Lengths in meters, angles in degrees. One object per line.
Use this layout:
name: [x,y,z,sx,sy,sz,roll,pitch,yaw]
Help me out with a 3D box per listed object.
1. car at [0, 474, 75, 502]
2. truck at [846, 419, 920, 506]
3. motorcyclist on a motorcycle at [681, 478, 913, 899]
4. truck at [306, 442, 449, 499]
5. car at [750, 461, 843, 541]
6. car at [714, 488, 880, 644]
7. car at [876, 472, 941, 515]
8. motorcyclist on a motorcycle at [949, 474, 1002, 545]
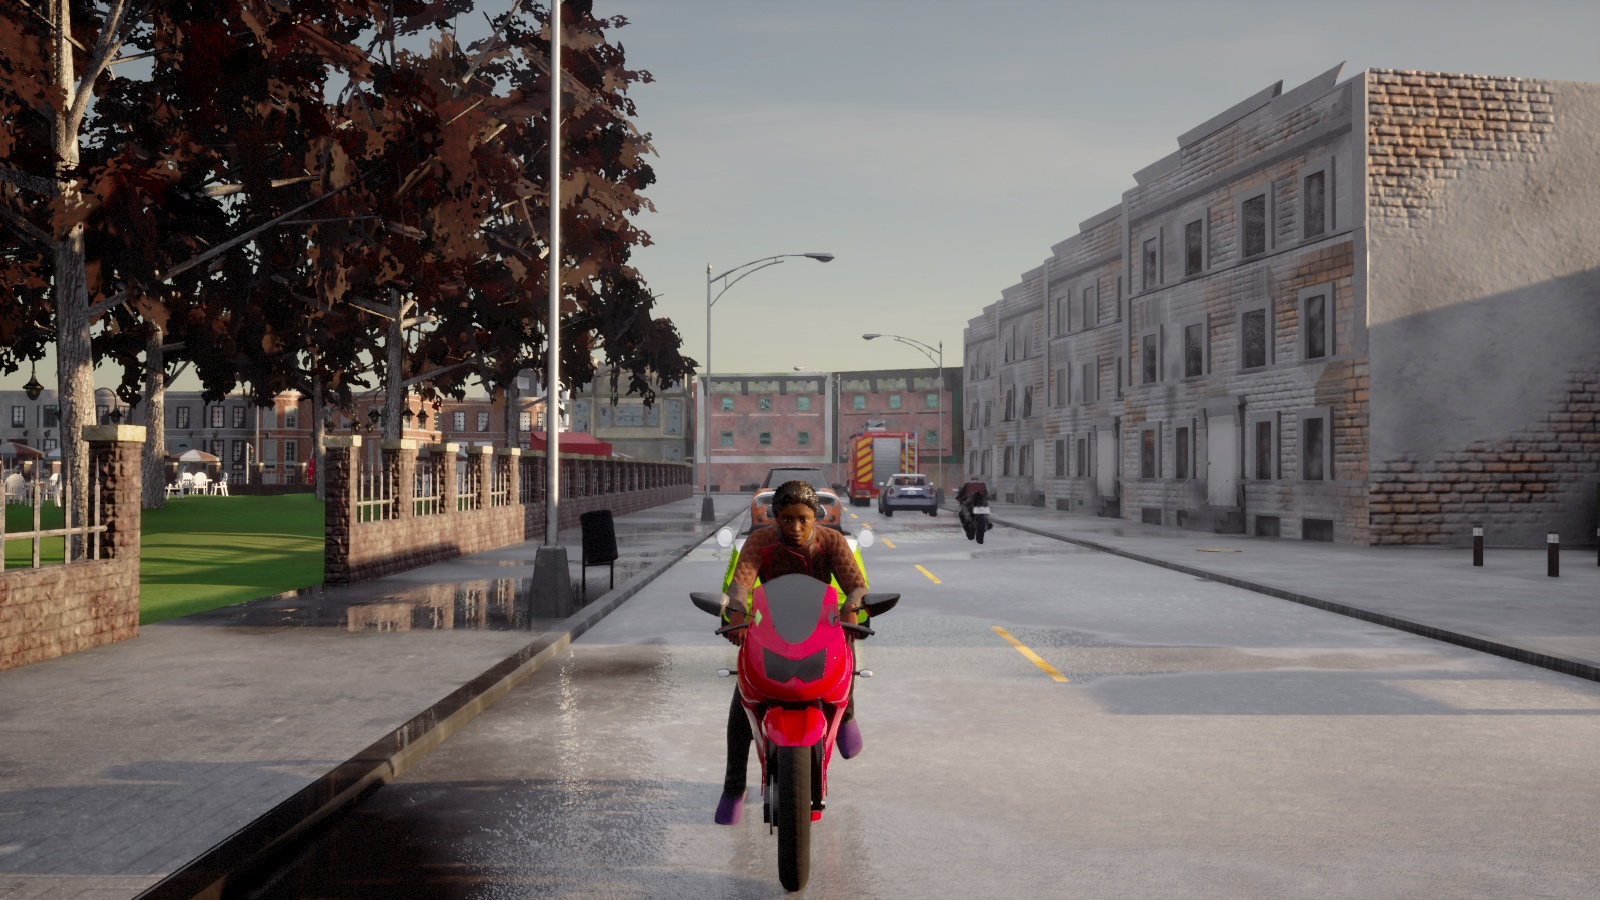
car: [-44.518,2.150,72.292,2.007,1.525,4.514,-1,-1,22]
truck: [3.793,0.630,59.447,2.891,3.827,8.468,0,-1,0]
motorcyclist on a motorcycle: [-0.014,0.887,5.366,0.797,1.523,2.044,0,-1,0]
truck: [-26.326,1.253,78.481,7.936,3.462,2.891,0,-1,0]
car: [-0.089,1.184,30.467,2.097,1.767,4.553,0,-1,0]
car: [-0.032,1.077,12.395,1.481,1.376,2.207,0,-1,0]
car: [3.853,1.522,45.238,1.970,1.475,3.806,0,-1,0]
motorcyclist on a motorcycle: [3.920,1.307,28.231,0.866,1.530,2.191,0,-1,0]
